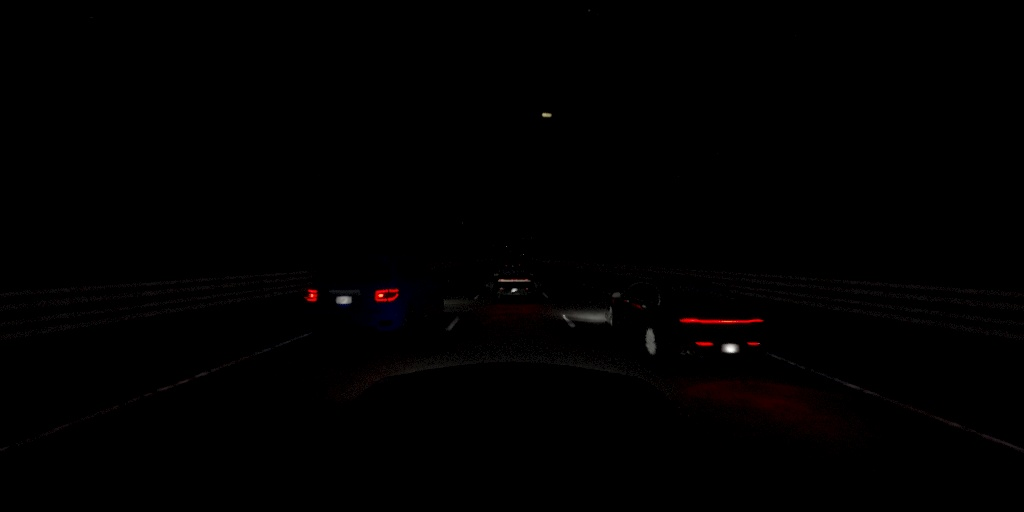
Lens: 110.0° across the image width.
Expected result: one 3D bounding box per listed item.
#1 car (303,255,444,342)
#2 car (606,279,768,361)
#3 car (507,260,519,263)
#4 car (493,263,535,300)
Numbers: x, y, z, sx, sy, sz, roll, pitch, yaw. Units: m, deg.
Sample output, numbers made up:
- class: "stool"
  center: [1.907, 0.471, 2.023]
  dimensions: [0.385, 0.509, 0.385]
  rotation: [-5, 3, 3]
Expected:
- class: "car"
  center: [-3.409, 0.994, 9.968]
  dimensions: [2.150, 2.045, 5.566]
  rotation: [0, 0, 0]
- class: "car"
  center: [3.594, 1.273, 8.318]
  dimensions: [1.837, 1.490, 4.892]
  rotation: [0, 0, 0]
- class: "car"
  center: [0.091, 1.223, 45.039]
  dimensions: [2.097, 1.767, 4.553]
  rotation: [0, 0, 0]
- class: "car"
  center: [0.096, 1.287, 17.992]
  dimensions: [2.128, 1.511, 4.902]
  rotation: [0, 0, 0]
